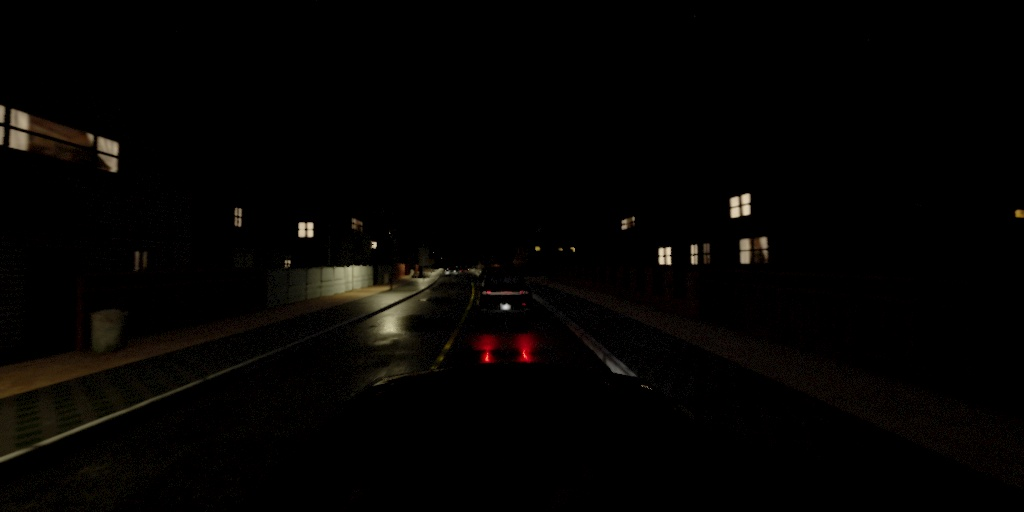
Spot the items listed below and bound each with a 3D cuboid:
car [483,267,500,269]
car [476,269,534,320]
[{"bbox_3d":[-1.609,1.607,27.818,1.837,1.490,4.892,0,-1,-7],"label":"car"},{"bbox_3d":[-0.314,1.381,13.305,2.128,1.511,4.902,0,-1,-3],"label":"car"}]
